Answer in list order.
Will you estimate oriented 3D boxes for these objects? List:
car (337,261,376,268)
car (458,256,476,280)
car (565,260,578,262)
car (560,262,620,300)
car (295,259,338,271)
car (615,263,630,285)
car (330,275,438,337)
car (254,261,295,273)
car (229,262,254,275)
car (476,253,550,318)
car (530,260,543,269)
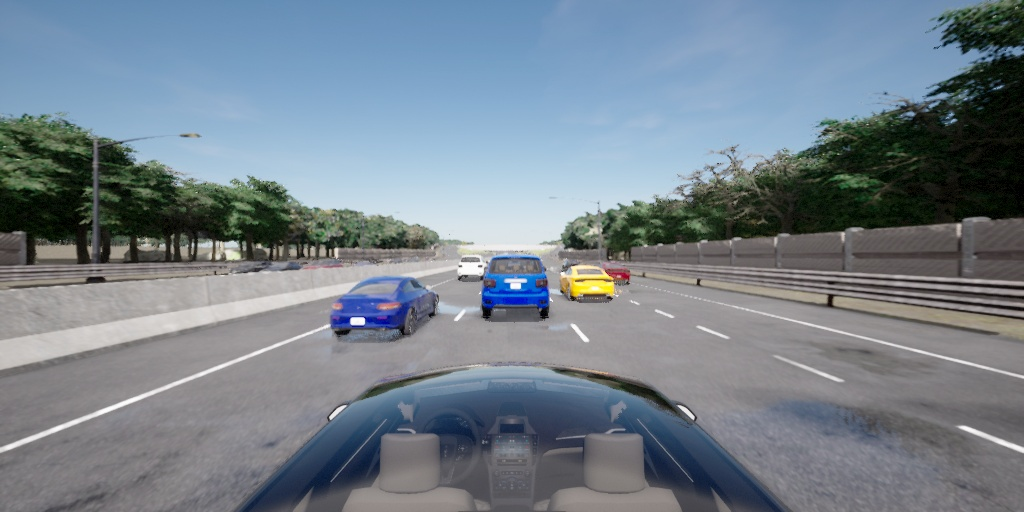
[{"bbox_3d":[-13.985,1.312,33.849,2.033,1.411,5.357,0,0,0],"label":"car"},{"bbox_3d":[-3.307,0.985,31.023,2.150,2.045,5.566,0,0,0],"label":"car"},{"bbox_3d":[7.293,1.281,44.359,1.837,1.490,4.892,0,0,0],"label":"car"},{"bbox_3d":[3.529,1.232,17.640,1.882,1.535,5.008,0,0,0],"label":"car"},{"bbox_3d":[-17.483,1.115,33.208,2.097,1.767,4.553,0,0,0],"label":"car"},{"bbox_3d":[7.160,1.239,26.416,1.882,1.535,5.008,0,0,0],"label":"car"},{"bbox_3d":[-3.389,1.274,10.200,1.812,1.442,4.674,0,0,0],"label":"car"},{"bbox_3d":[-20.986,1.288,33.035,1.812,1.442,4.674,0,0,0],"label":"car"},{"bbox_3d":[-24.475,1.268,34.229,1.837,1.490,4.892,0,0,1],"label":"car"},{"bbox_3d":[0.116,0.972,13.147,2.150,2.045,5.566,0,0,0],"label":"car"},{"bbox_3d":[3.814,1.303,56.454,1.812,1.442,4.674,0,0,1],"label":"car"}]
